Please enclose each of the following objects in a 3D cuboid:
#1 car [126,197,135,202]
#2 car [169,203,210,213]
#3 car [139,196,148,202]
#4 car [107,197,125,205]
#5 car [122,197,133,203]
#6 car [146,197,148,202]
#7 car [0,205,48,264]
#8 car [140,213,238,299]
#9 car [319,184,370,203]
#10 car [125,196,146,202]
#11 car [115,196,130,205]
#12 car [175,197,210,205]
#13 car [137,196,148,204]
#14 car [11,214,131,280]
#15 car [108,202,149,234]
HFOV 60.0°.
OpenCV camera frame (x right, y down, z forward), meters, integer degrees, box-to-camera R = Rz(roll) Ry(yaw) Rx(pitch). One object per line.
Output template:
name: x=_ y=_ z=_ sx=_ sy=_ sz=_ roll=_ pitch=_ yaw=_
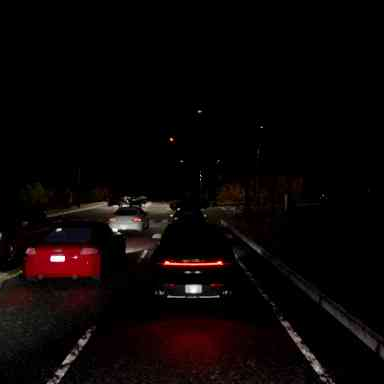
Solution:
car: x=-15.171 y=1.805 z=81.953 sx=1.895 sy=1.301 sz=4.718 roll=0 pitch=0 yaw=-8
car: x=-0.179 y=1.561 z=17.853 sx=2.033 sy=1.411 sz=5.357 roll=0 pitch=0 yaw=-2
car: x=-11.796 y=1.730 z=81.193 sx=2.128 sy=1.511 sz=4.902 roll=0 pitch=0 yaw=-7
car: x=-12.128 y=1.614 z=52.893 sx=1.812 sy=1.442 sz=4.674 roll=0 pitch=0 yaw=-5
car: x=-13.901 y=1.713 z=71.708 sx=1.994 sy=1.385 sz=4.181 roll=0 pitch=0 yaw=-7
car: x=-9.588 y=1.683 z=61.081 sx=1.994 sy=1.385 sz=4.181 roll=0 pitch=0 yaw=-5
car: x=-6.649 y=1.359 z=11.784 sx=2.097 sy=1.767 sz=4.553 roll=0 pitch=0 yaw=0
car: x=0.013 y=1.509 z=8.446 sx=1.837 sy=1.490 sz=4.892 roll=0 pitch=0 yaw=0
car: x=17.623 y=0.183 z=38.549 sx=5.566 sy=2.045 sz=2.150 roll=-3 pitch=0 yaw=-3
car: x=-8.811 y=1.578 z=52.228 sx=2.128 sy=1.511 sz=4.902 roll=0 pitch=0 yaw=-5
car: x=-12.928 y=1.614 z=61.982 sx=2.128 sy=1.511 sz=4.902 roll=0 pitch=0 yaw=-5
car: x=-0.250 y=1.301 z=36.102 sx=4.674 sy=1.442 sz=1.812 roll=-2 pitch=-1 yaw=-25
car: x=-10.556 y=1.682 z=71.054 sx=2.128 sy=1.511 sz=4.902 roll=0 pitch=0 yaw=-6
car: x=-3.259 y=1.569 z=9.978 sx=1.994 sy=1.385 sz=4.181 roll=0 pitch=0 yaw=-1
car: x=-3.479 y=1.540 z=18.722 sx=1.812 sy=1.442 sz=4.674 roll=0 pitch=0 yaw=-3
